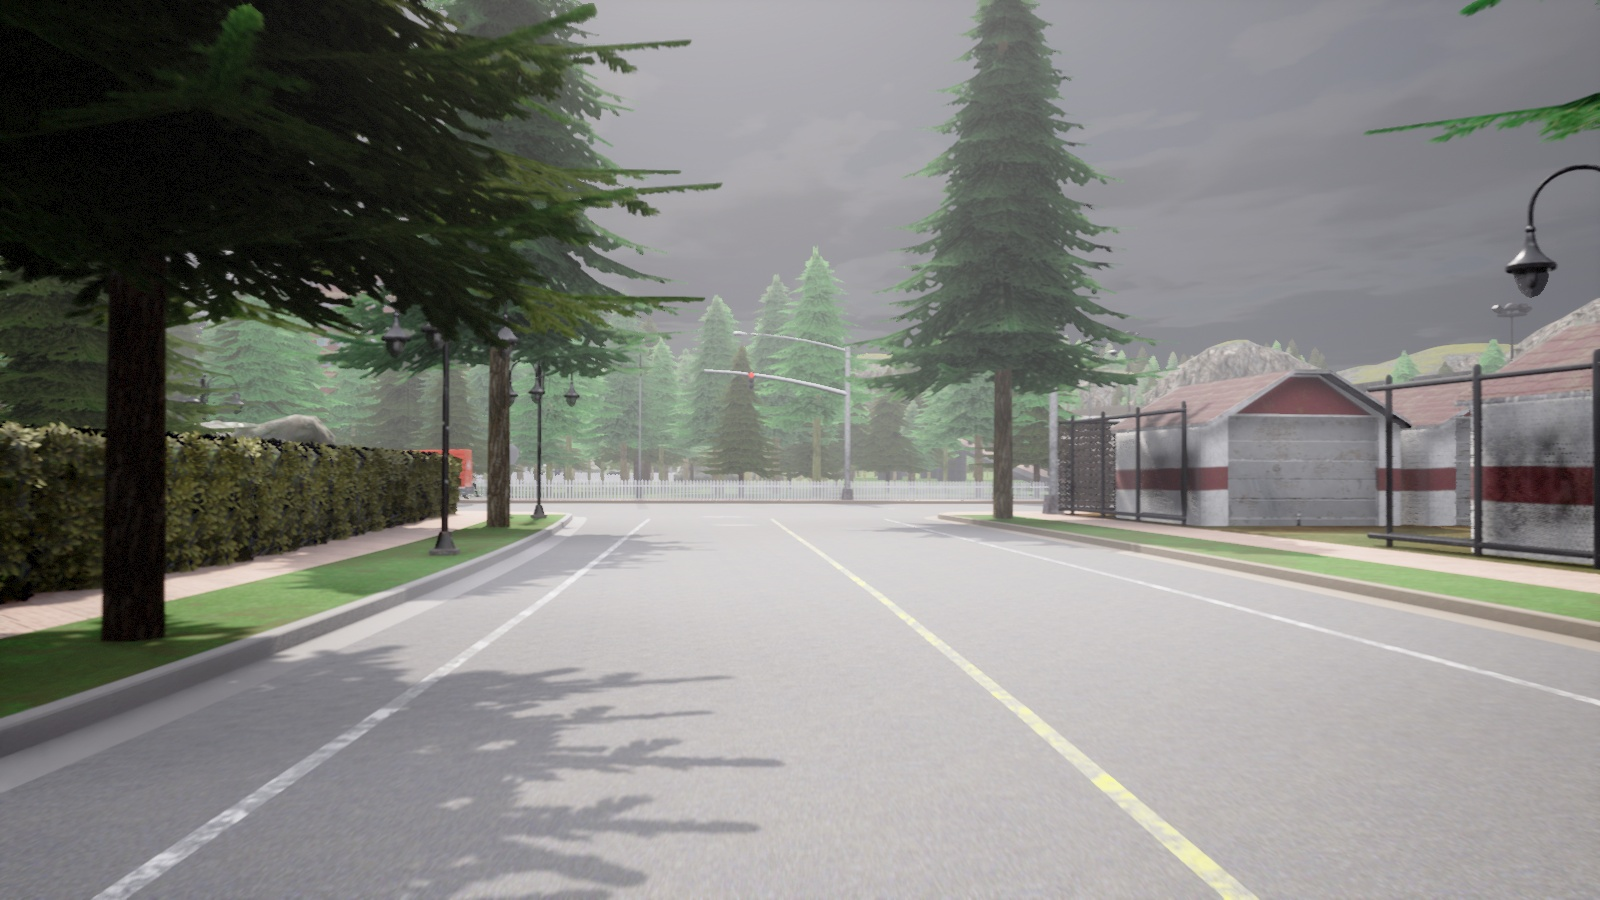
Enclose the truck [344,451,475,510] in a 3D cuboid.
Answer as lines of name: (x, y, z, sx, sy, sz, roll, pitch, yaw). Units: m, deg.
truck: (-17.603, 1.370, 56.899, 5.204, 2.467, 2.627, -2, -1, -6)
